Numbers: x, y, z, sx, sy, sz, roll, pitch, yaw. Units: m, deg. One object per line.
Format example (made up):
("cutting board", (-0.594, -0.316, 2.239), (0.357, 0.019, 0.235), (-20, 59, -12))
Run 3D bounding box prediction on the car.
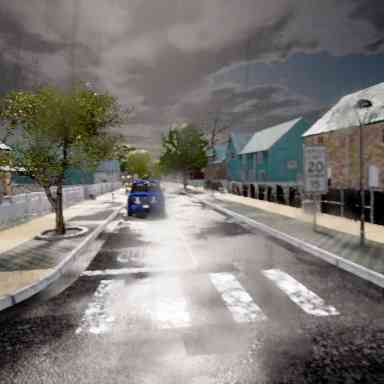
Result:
("car", (-2.873, 0.301, 20.892), (2.150, 2.045, 5.566), (-2, 3, -7))
